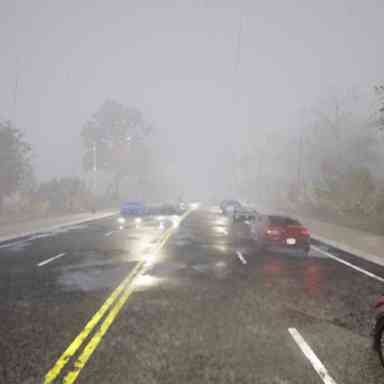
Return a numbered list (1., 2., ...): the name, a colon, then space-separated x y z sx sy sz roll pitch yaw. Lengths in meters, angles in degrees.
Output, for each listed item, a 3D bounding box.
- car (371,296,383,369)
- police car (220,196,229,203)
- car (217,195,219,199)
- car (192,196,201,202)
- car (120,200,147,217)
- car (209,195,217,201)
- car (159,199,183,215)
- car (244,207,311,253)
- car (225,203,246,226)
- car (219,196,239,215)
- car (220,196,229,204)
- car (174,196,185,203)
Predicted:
1. car: 3.381 1.368 2.494 2.097 1.767 4.553 0 0 0
2. police car: 7.763 1.731 78.710 2.038 1.542 4.974 0 0 6
3. car: 4.817 1.594 46.072 2.033 1.649 4.856 0 0 4
4. car: 1.080 1.559 77.422 2.033 1.411 5.357 0 0 6
5. car: -5.753 1.599 33.339 1.882 1.535 5.008 0 0 3
6. car: 5.669 1.653 88.740 1.882 1.535 5.008 0 0 8
7. car: -2.360 1.733 36.151 1.895 1.301 4.718 0 0 3
8. car: 3.529 1.586 13.990 1.812 1.442 4.674 0 0 1
9. car: 3.698 1.697 24.283 1.895 1.301 4.718 0 0 2
10. car: 4.173 1.563 35.167 2.033 1.649 4.856 0 0 3
11. car: 6.613 1.688 67.846 1.882 1.535 5.008 0 0 6
12. car: -2.669 1.690 72.939 1.837 1.490 4.892 0 0 6
